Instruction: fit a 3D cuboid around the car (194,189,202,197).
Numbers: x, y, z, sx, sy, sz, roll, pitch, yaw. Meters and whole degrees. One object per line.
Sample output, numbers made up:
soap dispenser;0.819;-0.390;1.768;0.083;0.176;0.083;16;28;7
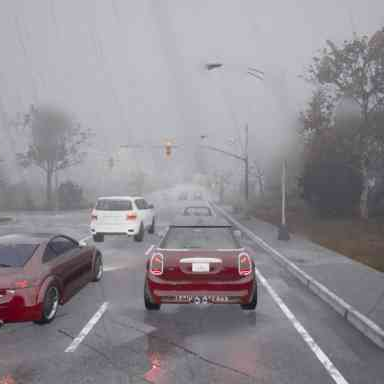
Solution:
car;1.604;0.173;85.449;2.097;1.767;4.553;0;3;1

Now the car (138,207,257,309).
car;0.175;1.352;8.011;2.097;1.767;4.553;0;0;1

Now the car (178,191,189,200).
car;-2.104;1.045;75.562;1.994;1.385;4.181;0;3;1

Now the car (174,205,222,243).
car;0.295;1.491;16.987;2.128;1.511;4.902;0;0;1

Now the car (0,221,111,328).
car;-3.335;1.564;7.131;1.994;1.385;4.181;0;0;1

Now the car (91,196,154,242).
car;-3.242;1.221;16.549;2.150;2.045;5.566;0;0;3

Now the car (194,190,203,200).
car;1.395;1.017;75.488;1.812;1.442;4.674;0;3;1

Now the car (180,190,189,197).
car;-1.895;0.356;85.561;2.033;1.411;5.357;0;3;1
